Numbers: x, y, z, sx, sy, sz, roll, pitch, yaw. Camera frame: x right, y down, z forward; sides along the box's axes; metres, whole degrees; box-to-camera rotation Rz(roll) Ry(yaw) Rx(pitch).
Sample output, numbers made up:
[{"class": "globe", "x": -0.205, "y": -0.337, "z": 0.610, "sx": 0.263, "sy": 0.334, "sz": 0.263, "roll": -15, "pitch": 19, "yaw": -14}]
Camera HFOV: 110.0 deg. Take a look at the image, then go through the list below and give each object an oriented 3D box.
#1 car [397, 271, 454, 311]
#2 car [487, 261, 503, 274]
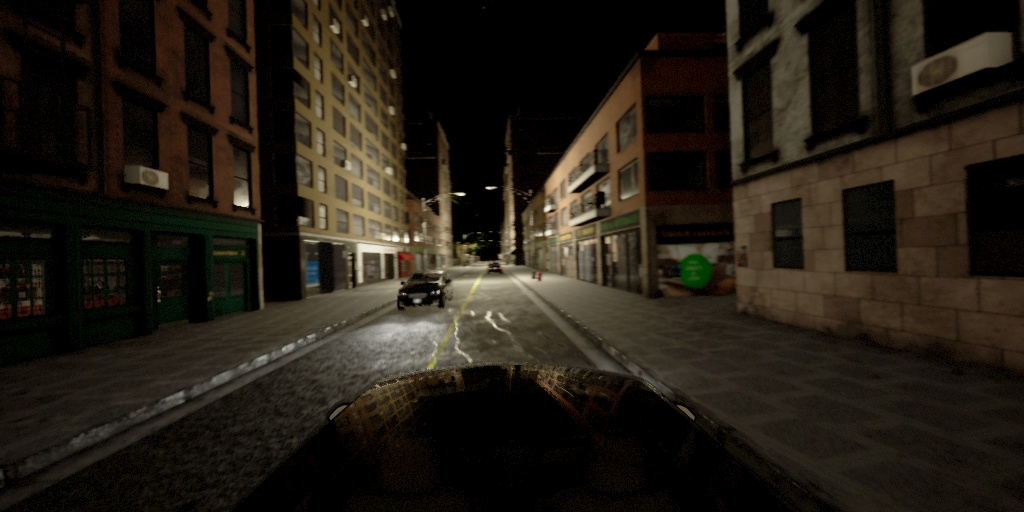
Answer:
[{"class": "car", "x": -3.667, "y": 1.417, "z": 15.792, "sx": 2.128, "sy": 1.511, "sz": 4.902, "roll": -2, "pitch": 0, "yaw": -3}, {"class": "car", "x": -2.136, "y": 1.514, "z": 44.749, "sx": 2.033, "sy": 1.411, "sz": 5.357, "roll": -2, "pitch": 0, "yaw": -3}]
